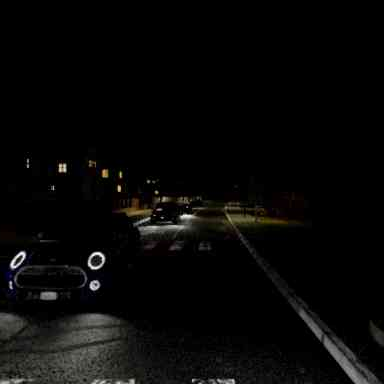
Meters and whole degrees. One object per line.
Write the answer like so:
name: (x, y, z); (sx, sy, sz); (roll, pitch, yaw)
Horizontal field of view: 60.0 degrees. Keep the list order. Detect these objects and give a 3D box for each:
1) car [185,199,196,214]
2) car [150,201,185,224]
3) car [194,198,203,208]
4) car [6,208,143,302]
car: (-1.022, 1.676, 36.766); (1.895, 1.301, 4.718); (0, 0, 5)
car: (-1.883, 1.528, 24.935); (1.837, 1.490, 4.892); (0, 0, 4)
car: (0.612, 1.724, 52.453); (2.033, 1.411, 5.357); (0, 0, 7)
car: (-2.620, 1.352, 8.479); (2.097, 1.767, 4.553); (0, 0, 2)
